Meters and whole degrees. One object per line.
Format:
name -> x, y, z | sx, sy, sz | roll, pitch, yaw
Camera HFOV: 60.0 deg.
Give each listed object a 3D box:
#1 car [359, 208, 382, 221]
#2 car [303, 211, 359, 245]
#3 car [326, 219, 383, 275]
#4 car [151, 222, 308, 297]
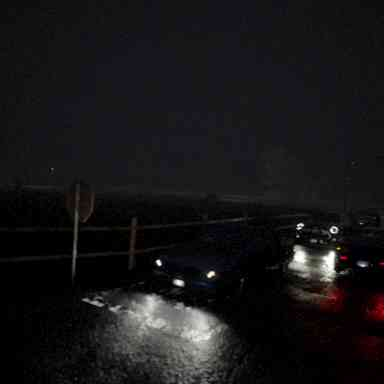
car -> 15.345, 2.434, 29.281 | 2.128, 1.511, 4.902 | 3, 0, 36
car -> 7.022, 1.788, 17.407 | 2.097, 1.767, 4.553 | 3, 0, 35
car -> 6.076, 1.901, 11.116 | 1.812, 1.442, 4.674 | 3, 0, 35
car -> 1.269, 1.630, 9.213 | 2.033, 1.411, 5.357 | 3, 0, 35
